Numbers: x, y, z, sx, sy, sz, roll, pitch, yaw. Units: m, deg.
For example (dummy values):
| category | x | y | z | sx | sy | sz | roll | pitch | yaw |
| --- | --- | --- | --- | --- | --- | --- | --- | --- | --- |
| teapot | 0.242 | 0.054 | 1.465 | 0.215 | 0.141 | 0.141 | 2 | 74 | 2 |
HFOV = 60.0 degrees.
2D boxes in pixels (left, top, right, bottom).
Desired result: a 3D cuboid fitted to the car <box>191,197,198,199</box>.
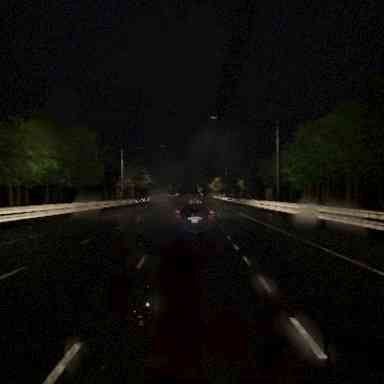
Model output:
| category | x | y | z | sx | sy | sz | roll | pitch | yaw |
| --- | --- | --- | --- | --- | --- | --- | --- | --- | --- |
| car | 0.474 | 2.020 | 55.941 | 1.895 | 1.301 | 4.718 | 0 | 0 | 0 |

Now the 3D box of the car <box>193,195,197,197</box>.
| category | x | y | z | sx | sy | sz | roll | pitch | yaw |
| --- | --- | --- | --- | --- | --- | --- | --- | --- | --- |
| car | 0.805 | 2.247 | 95.630 | 1.994 | 1.385 | 4.181 | 0 | 0 | 0 |

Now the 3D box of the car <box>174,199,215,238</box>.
| category | x | y | z | sx | sy | sz | roll | pitch | yaw |
| --- | --- | --- | --- | --- | --- | --- | --- | --- | --- |
| car | 0.157 | 1.472 | 18.745 | 2.097 | 1.767 | 4.553 | 0 | 0 | 0 |
